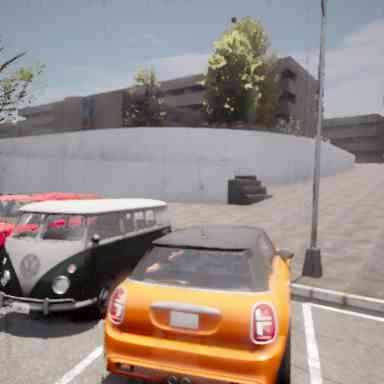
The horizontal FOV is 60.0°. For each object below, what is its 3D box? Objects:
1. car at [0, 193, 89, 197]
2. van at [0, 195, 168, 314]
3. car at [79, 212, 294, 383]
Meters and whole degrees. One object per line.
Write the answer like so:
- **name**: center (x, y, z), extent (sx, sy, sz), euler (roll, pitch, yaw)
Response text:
- **car**: center (-4.344, 1.068, 8.953), extent (2.435, 2.045, 5.566), euler (2, 0, 16)
- **van**: center (-1.933, 1.154, 7.105), extent (1.878, 1.987, 4.442), euler (2, 0, 16)
- **car**: center (0.511, 1.314, 5.407), extent (2.185, 1.767, 4.553), euler (1, 0, 16)
